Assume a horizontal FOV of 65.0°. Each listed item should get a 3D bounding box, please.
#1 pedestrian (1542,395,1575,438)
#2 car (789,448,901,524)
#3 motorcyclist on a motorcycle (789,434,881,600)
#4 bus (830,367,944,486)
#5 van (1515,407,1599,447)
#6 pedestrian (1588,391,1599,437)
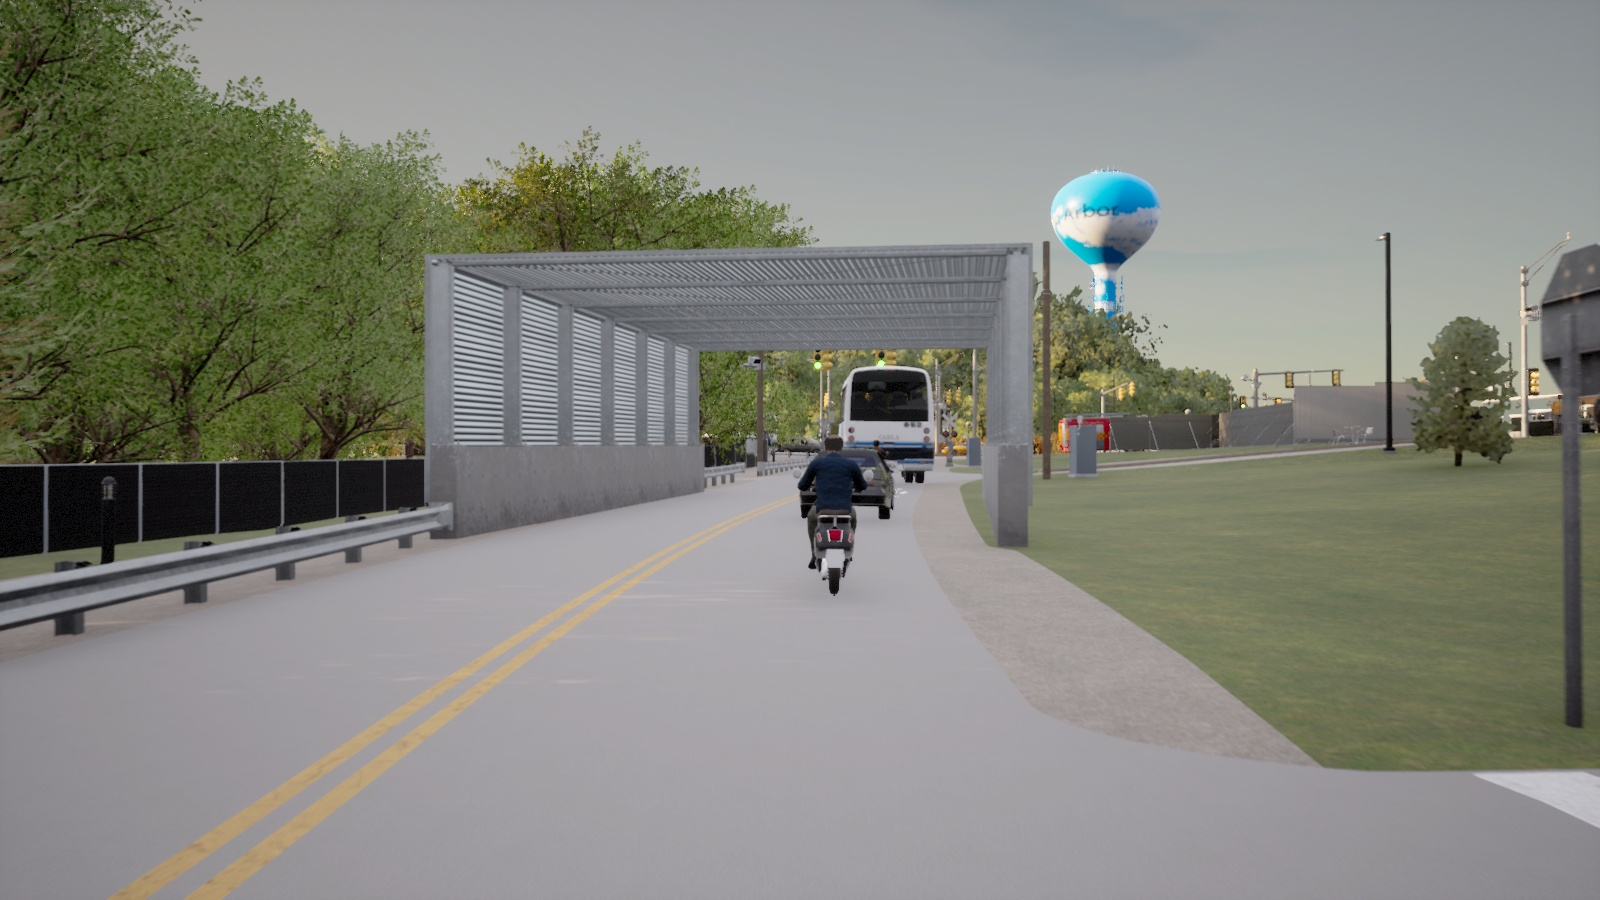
[{"bbox_3d":[33.555,-1.471,55.537,0.874,1.855,0.900,0,-1,-6],"label":"pedestrian"},{"bbox_3d":[1.065,0.676,26.512,2.033,1.411,5.357,0,0,6],"label":"car"},{"bbox_3d":[0.335,0.646,13.040,0.866,1.590,1.817,1,0,0],"label":"motorcyclist on a motorcycle"},{"bbox_3d":[3.214,-0.872,49.926,3.944,4.253,10.273,0,0,1],"label":"bus"},{"bbox_3d":[41.845,-1.235,69.416,2.069,2.038,4.480,0,-1,-1],"label":"van"},{"bbox_3d":[34.341,-1.527,53.756,0.659,1.952,0.873,0,-1,0],"label":"pedestrian"}]
